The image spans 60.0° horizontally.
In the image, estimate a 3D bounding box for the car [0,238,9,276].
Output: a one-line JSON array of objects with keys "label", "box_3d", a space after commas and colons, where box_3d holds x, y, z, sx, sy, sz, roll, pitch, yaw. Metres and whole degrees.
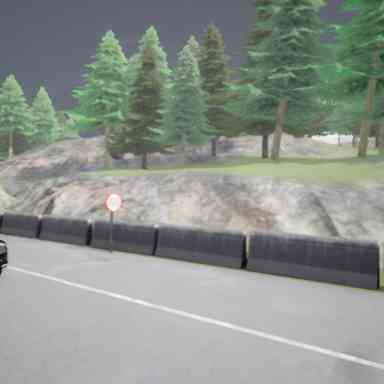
[{"label": "car", "box_3d": [-6.740, 1.480, 8.803, 4.902, 1.511, 2.128, 0, 0, 36]}]
